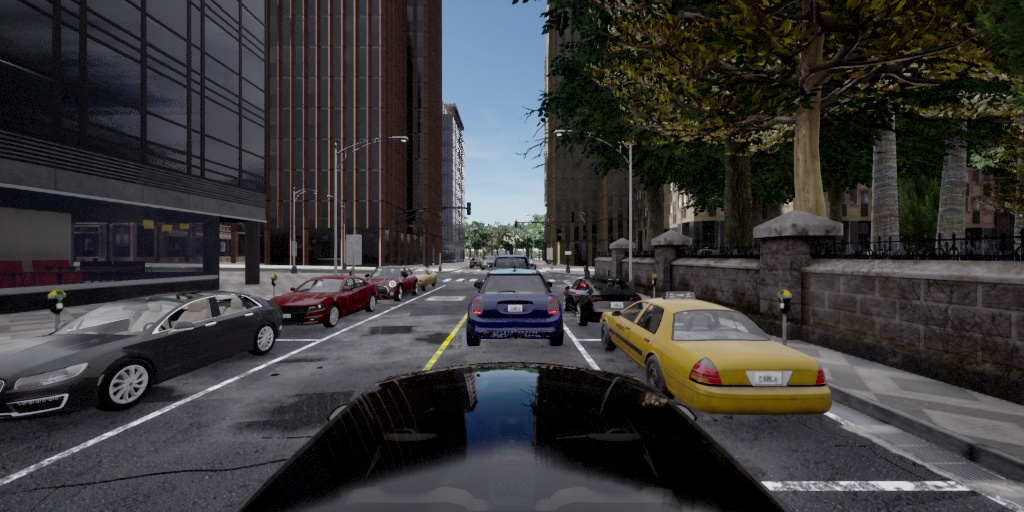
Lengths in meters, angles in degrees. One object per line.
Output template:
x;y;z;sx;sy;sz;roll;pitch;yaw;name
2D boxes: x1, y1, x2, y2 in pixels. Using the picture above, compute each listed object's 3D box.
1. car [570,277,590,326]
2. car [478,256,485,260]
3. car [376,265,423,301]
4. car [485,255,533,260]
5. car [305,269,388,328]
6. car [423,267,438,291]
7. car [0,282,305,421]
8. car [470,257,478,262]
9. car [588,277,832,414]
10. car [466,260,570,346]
2.745;1.316;11.450;1.948;1.339;4.313;0;0;0;car
-3.189;0.982;51.229;2.150;2.045;5.566;0;0;-1;car
-5.789;1.190;16.890;1.967;1.591;4.097;0;0;0;car
-0.025;0.972;18.987;2.150;2.045;5.566;0;0;0;car
-5.780;1.295;11.433;1.888;1.381;4.507;0;0;0;car
-5.799;1.277;22.176;1.751;1.417;4.829;0;0;0;car
-5.770;1.300;5.976;2.007;1.370;4.403;0;0;0;car
-5.864;1.079;59.754;2.192;1.841;5.009;0;0;0;car
2.755;1.275;6.163;1.751;1.417;4.829;0;0;0;car
0.039;1.102;9.553;2.097;1.767;4.553;0;0;-1;car
